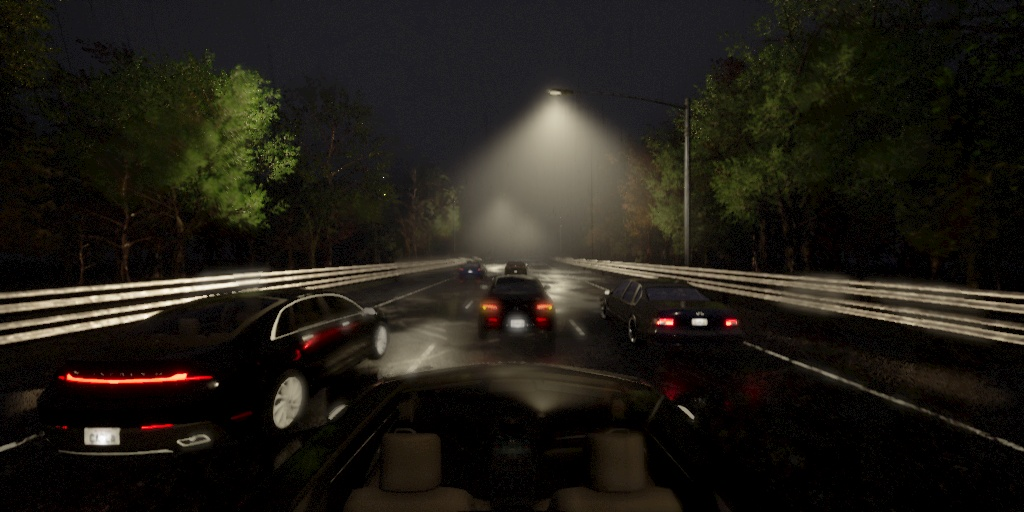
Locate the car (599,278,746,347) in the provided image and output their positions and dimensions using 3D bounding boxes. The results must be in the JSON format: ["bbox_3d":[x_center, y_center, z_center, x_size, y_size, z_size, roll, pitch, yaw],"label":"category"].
[{"bbox_3d":[3.599,1.264,9.172,2.033,1.411,5.357,0,0,3],"label":"car"}]

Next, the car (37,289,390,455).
[{"bbox_3d":[-3.388,1.238,5.394,1.837,1.490,4.892,0,0,0],"label":"car"}]

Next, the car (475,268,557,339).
[{"bbox_3d":[0.129,1.240,9.814,1.812,1.442,4.674,0,0,0],"label":"car"}]

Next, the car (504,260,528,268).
[{"bbox_3d":[0.344,1.093,31.457,1.882,1.535,5.008,0,0,1],"label":"car"}]

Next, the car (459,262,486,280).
[{"bbox_3d":[-3.175,1.187,29.827,1.994,1.385,4.181,0,0,1],"label":"car"}]
